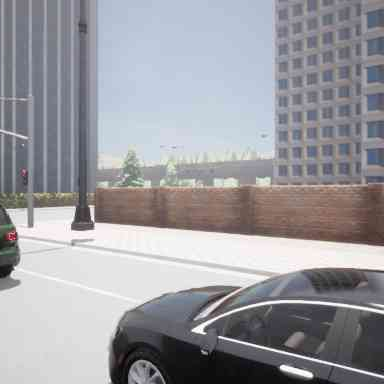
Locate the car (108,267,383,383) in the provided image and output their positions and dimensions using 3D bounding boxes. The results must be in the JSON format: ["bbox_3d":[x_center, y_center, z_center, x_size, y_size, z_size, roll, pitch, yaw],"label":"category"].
[{"bbox_3d":[1.290,1.505,3.073,4.892,1.490,1.837,0,0,36],"label":"car"}]

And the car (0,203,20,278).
[{"bbox_3d":[-6.786,1.221,8.819,5.566,2.045,2.150,0,0,35],"label":"car"}]
